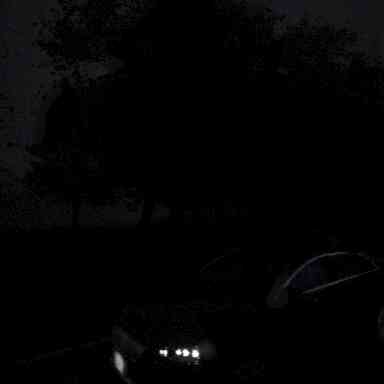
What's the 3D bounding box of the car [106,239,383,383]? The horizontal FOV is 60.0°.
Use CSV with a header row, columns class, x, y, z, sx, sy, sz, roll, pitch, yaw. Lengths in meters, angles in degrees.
class,x,y,z,sx,sy,sz,roll,pitch,yaw
car,1.254,1.510,4.866,4.902,1.511,2.128,0,0,-35
